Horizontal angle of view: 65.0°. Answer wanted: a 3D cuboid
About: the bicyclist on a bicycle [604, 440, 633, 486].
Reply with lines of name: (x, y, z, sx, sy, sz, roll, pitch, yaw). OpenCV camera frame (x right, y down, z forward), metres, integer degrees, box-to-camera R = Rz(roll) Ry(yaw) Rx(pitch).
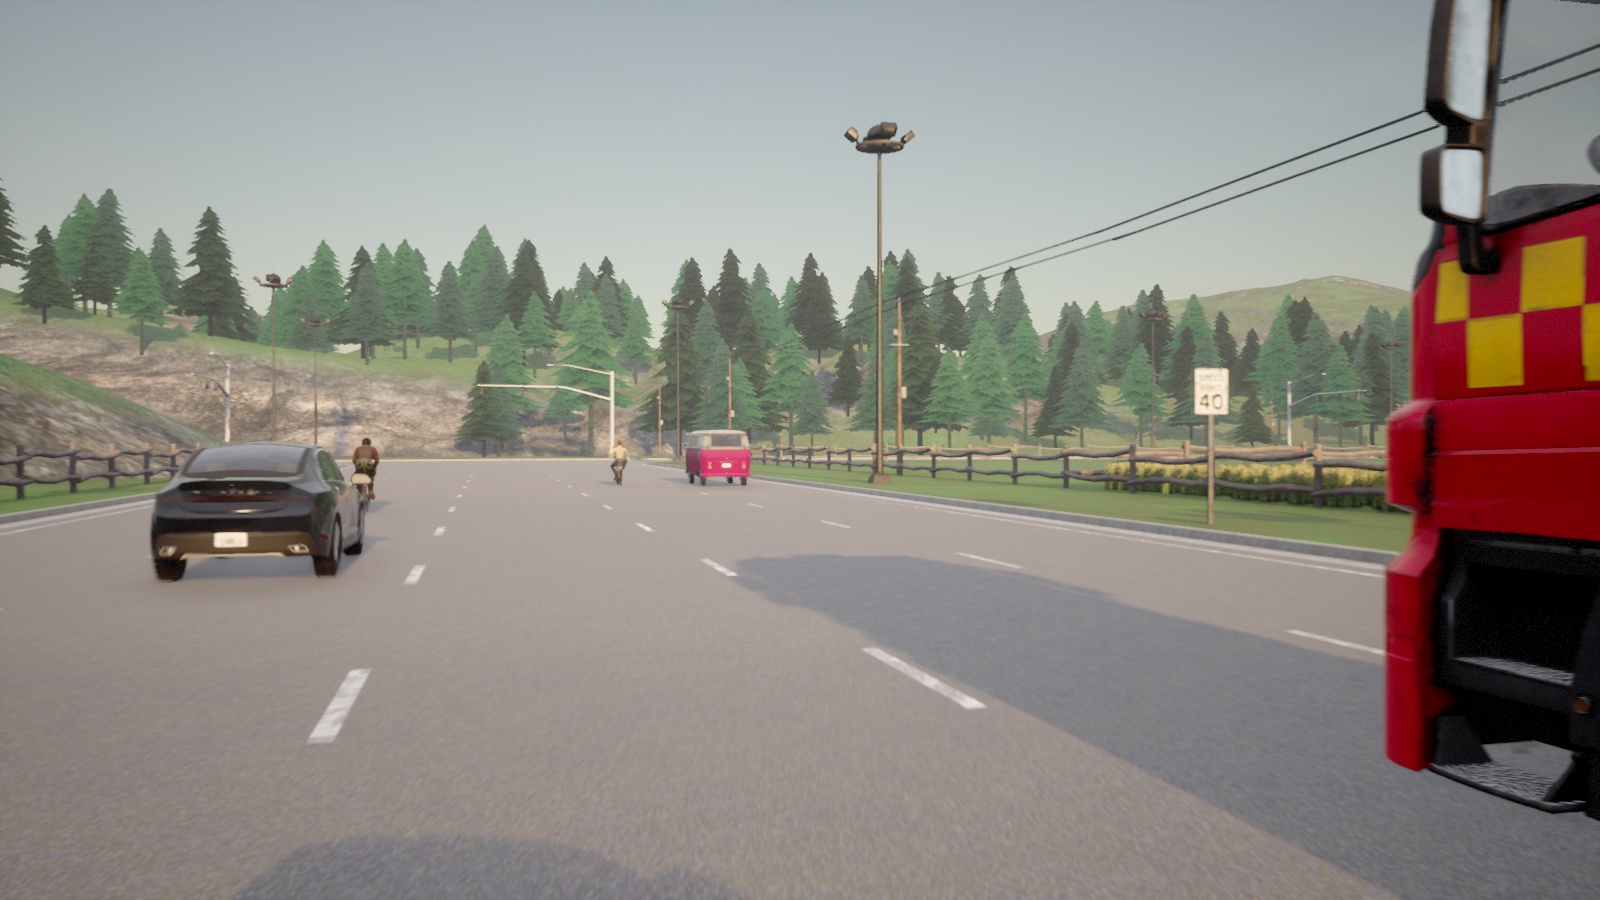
bicyclist on a bicycle: (-6.396, 0.440, 44.163, 0.866, 1.612, 1.509, 0, 0, -14)

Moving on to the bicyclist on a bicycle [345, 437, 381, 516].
bicyclist on a bicycle: (-9.324, 0.547, 26.842, 0.582, 1.620, 1.656, 0, 0, -14)

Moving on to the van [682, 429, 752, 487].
van: (-3.048, 0.254, 45.222, 1.775, 1.987, 4.442, 0, 0, -14)

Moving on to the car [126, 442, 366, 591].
car: (-6.436, 0.664, 15.146, 1.837, 1.490, 4.892, 0, 0, -14)

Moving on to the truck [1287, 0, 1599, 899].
truck: (4.269, -0.420, 0.996, 2.891, 3.827, 8.468, 0, 0, -14)
